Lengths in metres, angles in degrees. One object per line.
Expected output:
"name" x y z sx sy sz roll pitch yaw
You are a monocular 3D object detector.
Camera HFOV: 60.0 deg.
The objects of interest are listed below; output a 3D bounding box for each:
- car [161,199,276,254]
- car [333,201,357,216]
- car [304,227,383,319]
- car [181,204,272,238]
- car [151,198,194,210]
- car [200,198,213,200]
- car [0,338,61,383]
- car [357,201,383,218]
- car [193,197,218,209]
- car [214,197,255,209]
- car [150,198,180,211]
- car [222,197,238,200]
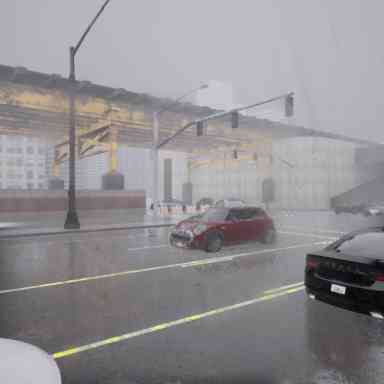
"car" 1.338 1.352 13.670 4.553 1.767 2.097 0 0 -36
"car" 15.933 1.601 33.031 4.718 1.301 1.895 0 0 -42
"car" 4.464 1.478 7.030 5.008 1.535 1.882 0 0 -36
"car" 1.993 1.491 18.478 4.902 1.511 2.128 0 0 -37
"car" -2.091 1.295 37.231 4.536 1.218 1.853 0 0 8
"car" 1.682 1.453 39.943 2.038 1.542 4.974 0 0 18
"car" -3.059 1.526 1.555 4.674 1.442 1.812 0 0 -36
"car" 16.505 1.493 28.775 4.902 1.511 2.128 0 0 -44
"car" 1.697 1.295 39.992 1.853 1.218 4.536 0 0 18
"car" 5.558 1.453 43.737 4.974 1.542 2.038 0 0 -7
"car" -2.039 1.453 37.225 4.974 1.542 2.038 0 0 8
"car" 5.507 1.295 43.730 4.536 1.218 1.853 0 0 -7
